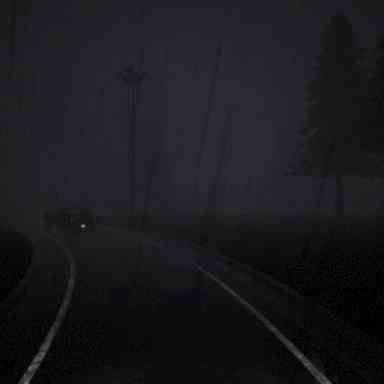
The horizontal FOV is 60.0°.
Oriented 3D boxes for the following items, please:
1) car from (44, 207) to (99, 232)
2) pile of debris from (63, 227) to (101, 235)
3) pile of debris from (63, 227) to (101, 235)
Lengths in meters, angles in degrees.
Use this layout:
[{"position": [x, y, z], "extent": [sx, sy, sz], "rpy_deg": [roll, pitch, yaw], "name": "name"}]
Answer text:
[{"position": [-7.351, 1.573, 19.979], "extent": [1.895, 1.301, 4.718], "rpy_deg": [0, 0, -38], "name": "car"}, {"position": [-6.124, 2.148, 18.463], "extent": [1.500, 0.140, 1.860], "rpy_deg": [0, 0, -36], "name": "pile of debris"}, {"position": [-6.124, 2.148, 18.463], "extent": [1.500, 0.140, 1.860], "rpy_deg": [0, 0, -36], "name": "pile of debris"}]
